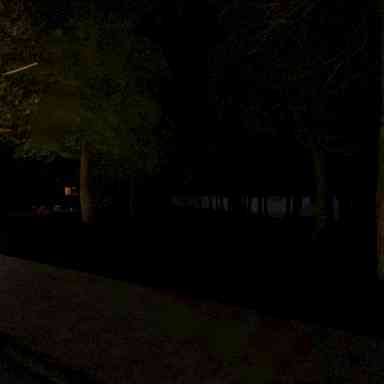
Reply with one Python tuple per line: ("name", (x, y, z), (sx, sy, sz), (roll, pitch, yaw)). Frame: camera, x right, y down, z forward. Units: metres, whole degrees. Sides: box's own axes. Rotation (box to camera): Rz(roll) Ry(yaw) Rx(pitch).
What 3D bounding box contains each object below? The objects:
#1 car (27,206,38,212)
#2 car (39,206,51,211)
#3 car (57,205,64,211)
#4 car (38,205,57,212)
("car", (-36.733, 3.911, 77.090), (1.837, 1.490, 4.892), (0, -2, -9))
("car", (-38.385, 4.274, 86.995), (1.994, 1.385, 4.181), (0, -2, -9))
("car", (-35.179, 4.238, 87.531), (2.128, 1.511, 4.902), (0, -2, -9))
("car", (-33.465, 3.886, 77.248), (1.837, 1.490, 4.892), (0, -2, -9))
